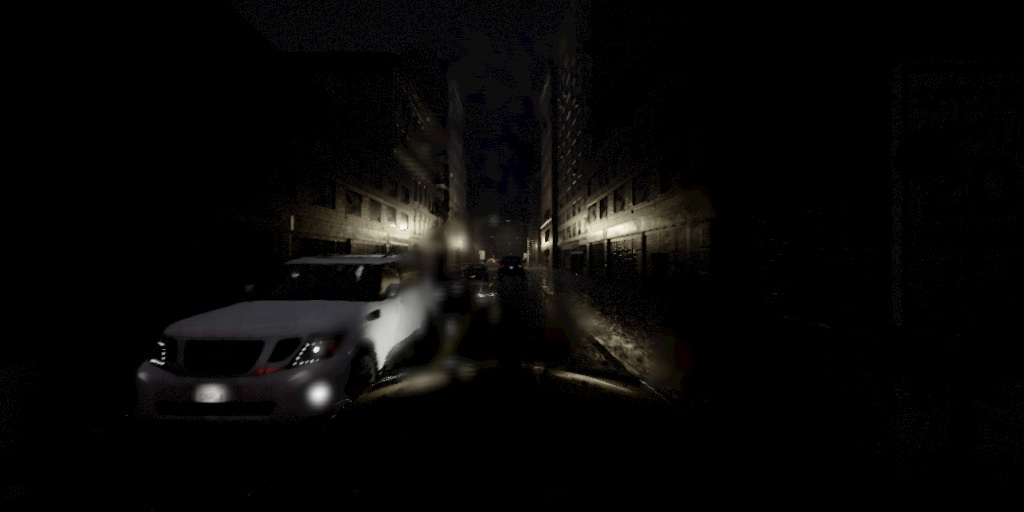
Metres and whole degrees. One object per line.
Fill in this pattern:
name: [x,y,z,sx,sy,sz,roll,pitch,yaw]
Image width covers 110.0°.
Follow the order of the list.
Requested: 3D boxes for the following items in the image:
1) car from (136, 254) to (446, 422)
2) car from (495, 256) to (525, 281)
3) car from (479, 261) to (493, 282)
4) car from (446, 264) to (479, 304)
car: [-2.845,0.983,6.212,2.150,2.045,5.566,0,0,1]
car: [-0.043,0.996,30.859,2.150,2.045,5.566,0,0,0]
car: [-2.865,1.345,29.047,1.994,1.385,4.181,0,0,0]
car: [-2.900,1.258,16.463,2.128,1.511,4.902,0,0,0]
